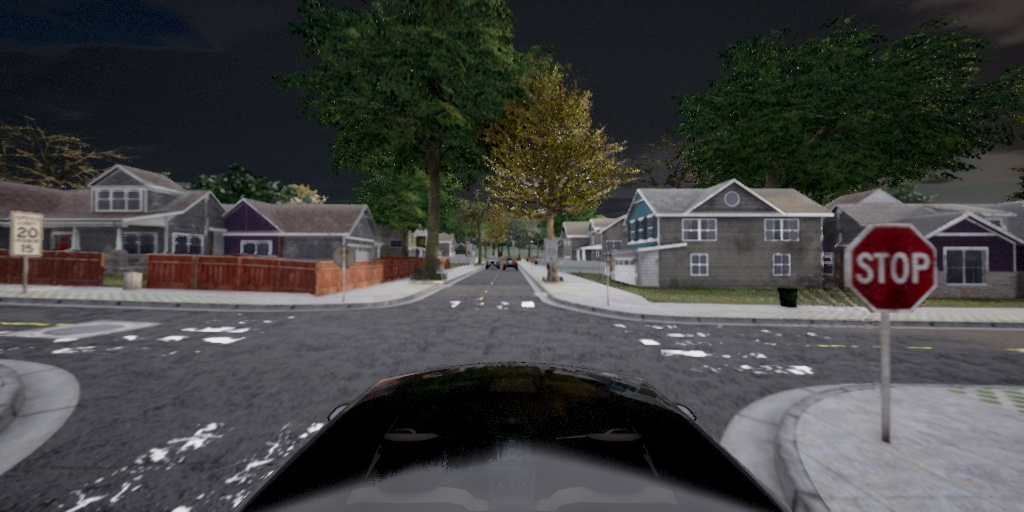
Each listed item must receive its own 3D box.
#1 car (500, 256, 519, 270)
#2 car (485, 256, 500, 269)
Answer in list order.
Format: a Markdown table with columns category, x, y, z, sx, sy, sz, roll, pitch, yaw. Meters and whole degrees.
| category | x | y | z | sx | sy | sz | roll | pitch | yaw |
| --- | --- | --- | --- | --- | --- | --- | --- | --- | --- |
| car | -0.218 | 0.998 | 51.845 | 2.150 | 2.045 | 5.566 | 0 | 0 | 0 |
| car | -2.990 | 1.000 | 56.779 | 2.150 | 2.045 | 5.566 | 0 | 0 | 0 |
